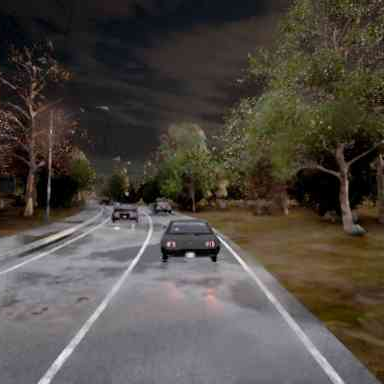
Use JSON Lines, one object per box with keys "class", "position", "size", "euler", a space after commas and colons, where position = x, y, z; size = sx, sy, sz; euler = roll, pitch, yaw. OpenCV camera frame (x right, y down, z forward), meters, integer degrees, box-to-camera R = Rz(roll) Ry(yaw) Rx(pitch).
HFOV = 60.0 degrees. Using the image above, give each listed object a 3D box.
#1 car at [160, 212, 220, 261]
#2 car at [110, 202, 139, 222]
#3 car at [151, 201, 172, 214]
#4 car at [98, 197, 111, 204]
{"class": "car", "position": [-0.148, 1.651, 12.430], "size": [1.895, 1.301, 4.718], "euler": [0, 0, -3]}
{"class": "car", "position": [-5.236, 1.628, 26.422], "size": [1.994, 1.385, 4.181], "euler": [1, 0, -9]}
{"class": "car", "position": [-3.478, 1.693, 37.266], "size": [2.033, 1.411, 5.357], "euler": [1, 0, -13]}
{"class": "car", "position": [-17.123, 1.598, 65.311], "size": [1.895, 1.301, 4.718], "euler": [2, -1, -25]}
